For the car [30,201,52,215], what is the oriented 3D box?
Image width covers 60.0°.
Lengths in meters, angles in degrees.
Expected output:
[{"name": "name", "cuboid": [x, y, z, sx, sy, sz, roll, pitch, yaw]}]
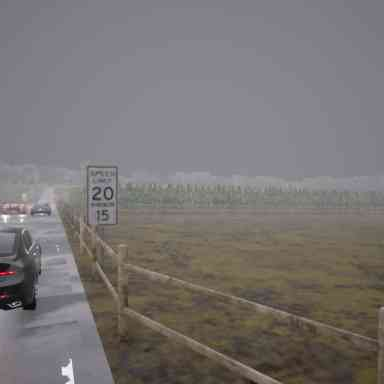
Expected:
[{"name": "car", "cuboid": [-16.401, 1.796, 36.170, 1.994, 1.385, 4.181, 0, -1, -22]}]

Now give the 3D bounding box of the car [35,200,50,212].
[{"name": "car", "cuboid": [-20.273, 1.896, 45.264, 1.812, 1.442, 4.674, 0, -1, -23]}]

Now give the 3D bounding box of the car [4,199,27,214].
[{"name": "car", "cuboid": [-20.565, 1.644, 38.844, 2.097, 1.767, 4.553, 0, -1, -23]}]

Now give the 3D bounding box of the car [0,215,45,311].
[{"name": "car", "cuboid": [-4.407, 1.517, 7.396, 1.837, 1.490, 4.892, 0, 0, -23]}]
